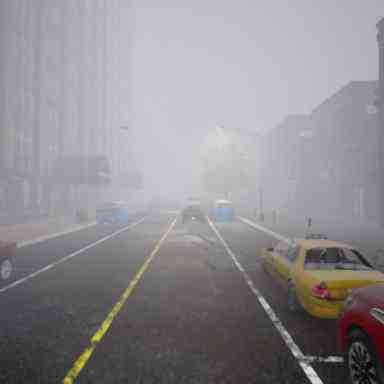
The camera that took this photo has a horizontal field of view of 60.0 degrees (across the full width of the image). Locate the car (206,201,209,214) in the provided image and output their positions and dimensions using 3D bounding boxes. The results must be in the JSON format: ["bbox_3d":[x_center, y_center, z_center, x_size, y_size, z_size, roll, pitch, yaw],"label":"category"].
[{"bbox_3d":[2.718,1.910,35.123,1.947,1.339,4.313,1,-1,0],"label":"car"}]

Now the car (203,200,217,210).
[{"bbox_3d":[2.726,2.040,51.762,1.887,1.381,4.507,1,-1,0],"label":"car"}]

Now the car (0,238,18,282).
[{"bbox_3d":[-5.676,1.621,7.395,1.887,1.381,4.507,1,-1,0],"label":"car"}]

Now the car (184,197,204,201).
[{"bbox_3d":[0.127,1.651,44.985,2.150,2.045,5.566,0,-1,0],"label":"car"}]

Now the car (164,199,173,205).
[{"bbox_3d":[-5.641,2.298,79.494,1.947,1.339,4.313,1,0,0],"label":"car"}]

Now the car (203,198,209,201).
[{"bbox_3d":[2.722,1.835,40.670,1.967,1.590,4.097,1,-1,0],"label":"car"}]

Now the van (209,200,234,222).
[{"bbox_3d":[2.718,1.633,29.579,1.690,1.788,3.998,1,-1,0],"label":"van"}]

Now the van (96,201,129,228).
[{"bbox_3d":[-5.665,1.580,24.036,1.690,1.788,3.998,1,-1,0],"label":"van"}]

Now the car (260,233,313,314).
[{"bbox_3d":[2.705,1.604,7.562,1.752,1.417,4.829,1,-1,0],"label":"car"}]

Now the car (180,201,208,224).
[{"bbox_3d":[0.115,1.778,27.658,1.837,1.490,4.892,0,-1,0],"label":"car"}]

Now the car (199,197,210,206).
[{"bbox_3d":[2.740,2.002,73.947,2.192,1.841,5.009,1,0,0],"label":"car"}]

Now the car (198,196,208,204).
[{"bbox_3d":[2.746,2.094,85.039,2.192,1.841,5.009,1,0,0],"label":"car"}]

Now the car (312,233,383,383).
[{"bbox_3d":[2.705,1.336,1.848,2.192,1.841,5.009,1,-1,0],"label":"car"}]

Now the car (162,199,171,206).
[{"bbox_3d":[-5.643,2.210,73.777,1.752,1.417,4.829,1,0,0],"label":"car"}]

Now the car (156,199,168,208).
[{"bbox_3d":[-5.648,2.115,62.685,1.752,1.417,4.829,1,0,0],"label":"car"}]

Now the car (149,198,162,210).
[{"bbox_3d":[-5.654,2.076,51.764,1.802,1.307,4.206,1,-1,0],"label":"car"}]

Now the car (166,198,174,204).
[{"bbox_3d":[-5.638,2.302,84.869,1.752,1.417,4.829,1,0,0],"label":"car"}]

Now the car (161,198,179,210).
[{"bbox_3d":[-3.021,1.978,50.857,2.128,1.511,4.902,0,-1,0],"label":"car"}]

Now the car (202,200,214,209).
[{"bbox_3d":[2.729,2.126,57.307,1.802,1.307,4.206,1,0,0],"label":"car"}]
